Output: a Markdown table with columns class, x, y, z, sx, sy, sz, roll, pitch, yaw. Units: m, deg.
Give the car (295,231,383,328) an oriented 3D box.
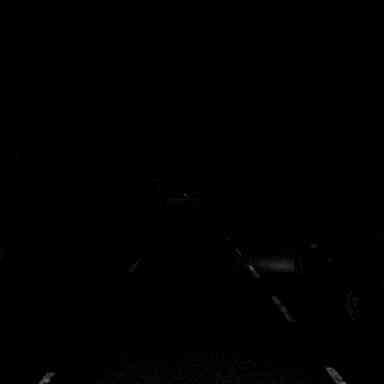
| class | x | y | z | sx | sy | sz | roll | pitch | yaw |
| --- | --- | --- | --- | --- | --- | --- | --- | --- | --- |
| car | 3.603 | 1.526 | 6.848 | 1.812 | 1.442 | 4.674 | 0 | 0 | 0 |
